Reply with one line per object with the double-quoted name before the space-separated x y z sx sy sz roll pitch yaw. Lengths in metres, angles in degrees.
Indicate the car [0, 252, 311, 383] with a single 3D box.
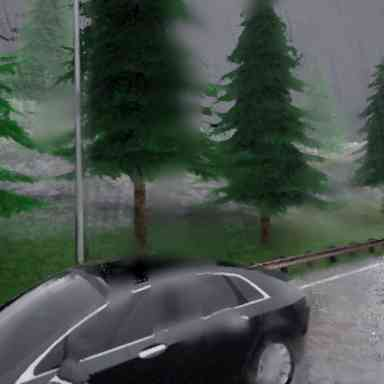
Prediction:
"car" -0.779 1.501 3.434 4.892 1.490 1.837 -1 0 -36
